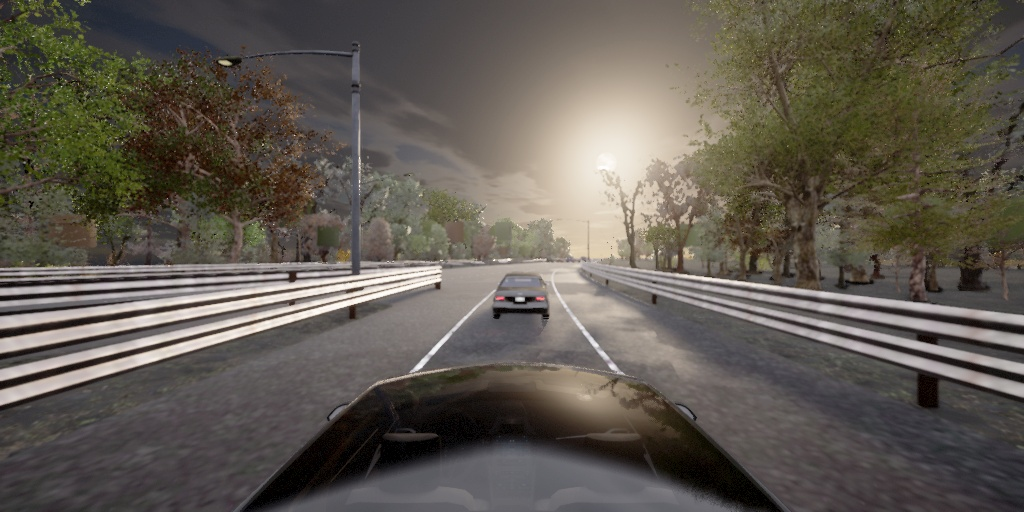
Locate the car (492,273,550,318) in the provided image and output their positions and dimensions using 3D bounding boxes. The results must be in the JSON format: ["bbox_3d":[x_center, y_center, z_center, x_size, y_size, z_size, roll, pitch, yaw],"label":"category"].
[{"bbox_3d":[0.383,1.299,12.887,2.033,1.411,5.357,0,0,3],"label":"car"}]
